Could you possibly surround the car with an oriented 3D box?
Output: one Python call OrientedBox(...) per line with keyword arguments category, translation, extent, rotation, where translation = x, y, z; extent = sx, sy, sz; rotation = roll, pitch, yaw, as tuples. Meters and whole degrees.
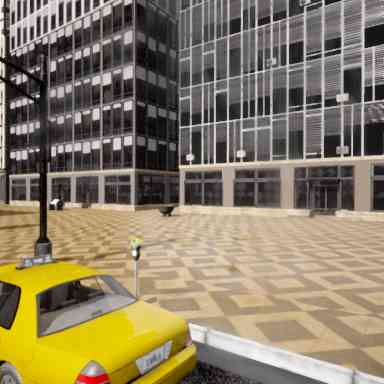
OrientedBox(category="car", translation=(-2.228, 1.525, 4.479), extent=(4.829, 1.417, 1.752), rotation=(0, 0, 36))
